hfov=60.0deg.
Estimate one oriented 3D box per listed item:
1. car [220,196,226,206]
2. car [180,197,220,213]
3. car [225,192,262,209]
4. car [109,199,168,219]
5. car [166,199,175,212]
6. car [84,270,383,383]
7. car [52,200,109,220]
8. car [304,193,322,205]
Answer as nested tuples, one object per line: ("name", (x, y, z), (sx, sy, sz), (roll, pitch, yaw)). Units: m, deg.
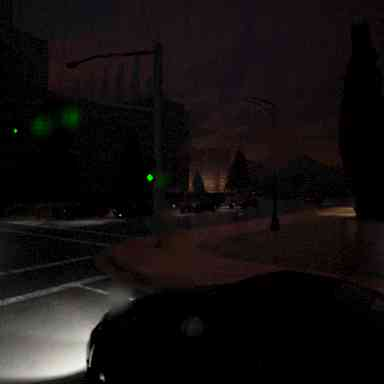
("car", (1.865, 1.537, 43.938), (2.033, 1.411, 5.357), (0, 0, 36))
("car", (0.723, 1.343, 36.422), (2.097, 1.767, 4.553), (0, 0, 36))
("car", (7.028, 1.213, 45.078), (2.150, 2.045, 5.566), (0, 0, 36))
("car", (-4.599, 1.592, 29.096), (1.895, 1.301, 4.718), (0, 0, 36))
("car", (-3.878, 1.495, 36.039), (1.837, 1.490, 4.892), (0, 0, 36))
("car", (0.820, 1.563, 3.416), (4.181, 1.385, 1.994), (0, 0, 35))
("car", (-9.402, 1.468, 28.455), (1.882, 1.535, 5.008), (0, 0, 36))
("car", (21.546, 1.484, 58.777), (2.128, 1.511, 4.902), (0, 0, 36))
